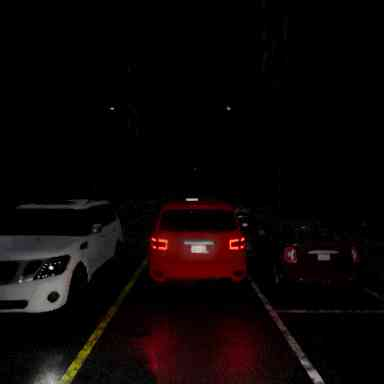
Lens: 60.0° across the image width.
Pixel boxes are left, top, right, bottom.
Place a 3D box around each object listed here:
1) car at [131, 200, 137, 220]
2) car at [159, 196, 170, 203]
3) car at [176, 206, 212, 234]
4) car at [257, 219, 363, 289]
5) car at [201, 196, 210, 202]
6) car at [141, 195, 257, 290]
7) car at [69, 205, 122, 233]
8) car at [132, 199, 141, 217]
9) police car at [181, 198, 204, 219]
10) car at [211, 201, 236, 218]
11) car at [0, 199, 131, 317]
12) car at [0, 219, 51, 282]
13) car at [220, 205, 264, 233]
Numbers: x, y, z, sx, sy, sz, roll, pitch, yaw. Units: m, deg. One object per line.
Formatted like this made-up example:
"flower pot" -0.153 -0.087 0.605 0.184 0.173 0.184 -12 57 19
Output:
"car" -5.665 1.572 25.639 1.802 1.307 4.206 0 0 0
"car" -5.617 1.593 68.244 1.802 1.307 4.206 0 0 0
"car" 0.104 1.592 19.987 1.895 1.301 4.718 0 0 0
"car" 2.856 1.436 9.133 1.967 1.590 4.097 0 0 0
"car" 2.919 1.545 73.807 1.752 1.417 4.829 0 0 0
"car" 0.106 1.217 9.216 2.150 2.045 5.566 0 0 -1
"car" -5.666 1.557 20.138 1.947 1.339 4.313 0 0 0
"car" -5.663 1.429 31.141 1.967 1.590 4.097 0 0 0
"police car" 0.008 1.414 30.250 1.930 1.638 5.238 0 0 0
"car" 2.863 1.554 31.138 1.947 1.339 4.313 0 0 0
"car" -3.100 1.217 7.812 2.150 2.045 5.566 0 0 0
"car" -5.669 1.577 9.136 1.802 1.307 4.206 0 0 0
"car" 2.859 1.542 20.135 2.008 1.369 4.403 0 0 0
